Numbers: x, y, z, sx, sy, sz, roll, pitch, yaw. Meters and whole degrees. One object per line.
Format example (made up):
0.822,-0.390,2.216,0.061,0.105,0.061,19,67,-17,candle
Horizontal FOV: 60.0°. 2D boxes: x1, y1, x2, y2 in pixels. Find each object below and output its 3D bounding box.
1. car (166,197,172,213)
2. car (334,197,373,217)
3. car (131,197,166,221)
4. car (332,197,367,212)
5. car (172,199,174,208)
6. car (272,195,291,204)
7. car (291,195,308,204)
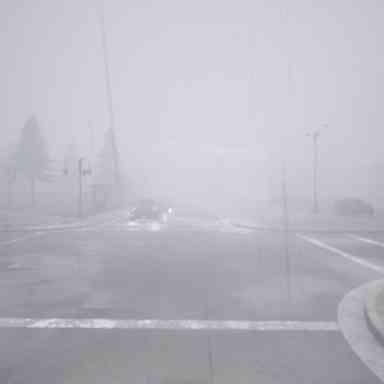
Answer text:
-3.579,1.408,36.969,1.882,1.535,5.008,0,0,0,car
13.966,1.320,28.734,1.845,1.501,3.633,0,0,0,car
-3.586,1.301,26.887,2.097,1.767,4.553,0,0,0,car
17.022,1.316,36.124,1.970,1.475,3.806,0,0,0,car
-3.570,1.403,47.034,2.128,1.511,4.902,0,0,0,car
14.222,1.237,54.767,2.007,1.523,4.514,0,0,0,car
17.359,1.228,54.788,2.152,1.636,5.027,0,0,0,car
